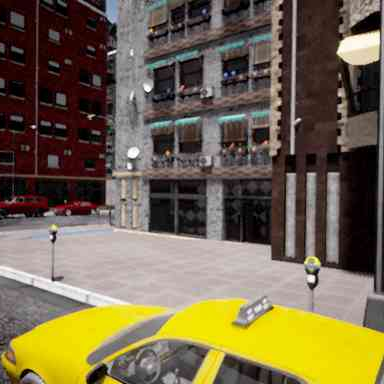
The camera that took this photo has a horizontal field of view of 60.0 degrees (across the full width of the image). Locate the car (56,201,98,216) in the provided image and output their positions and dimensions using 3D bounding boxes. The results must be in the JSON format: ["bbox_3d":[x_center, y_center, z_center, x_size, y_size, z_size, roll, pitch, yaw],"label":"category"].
[{"bbox_3d":[-11.317,1.580,32.647,1.887,1.381,4.507,0,-1,35],"label":"car"}]

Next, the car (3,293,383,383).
[{"bbox_3d":[0.250,1.510,2.698,4.829,1.417,1.752,1,1,36],"label":"car"}]

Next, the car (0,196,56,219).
[{"bbox_3d":[-14.615,1.248,28.009,2.192,1.841,5.009,0,-1,35],"label":"car"}]
